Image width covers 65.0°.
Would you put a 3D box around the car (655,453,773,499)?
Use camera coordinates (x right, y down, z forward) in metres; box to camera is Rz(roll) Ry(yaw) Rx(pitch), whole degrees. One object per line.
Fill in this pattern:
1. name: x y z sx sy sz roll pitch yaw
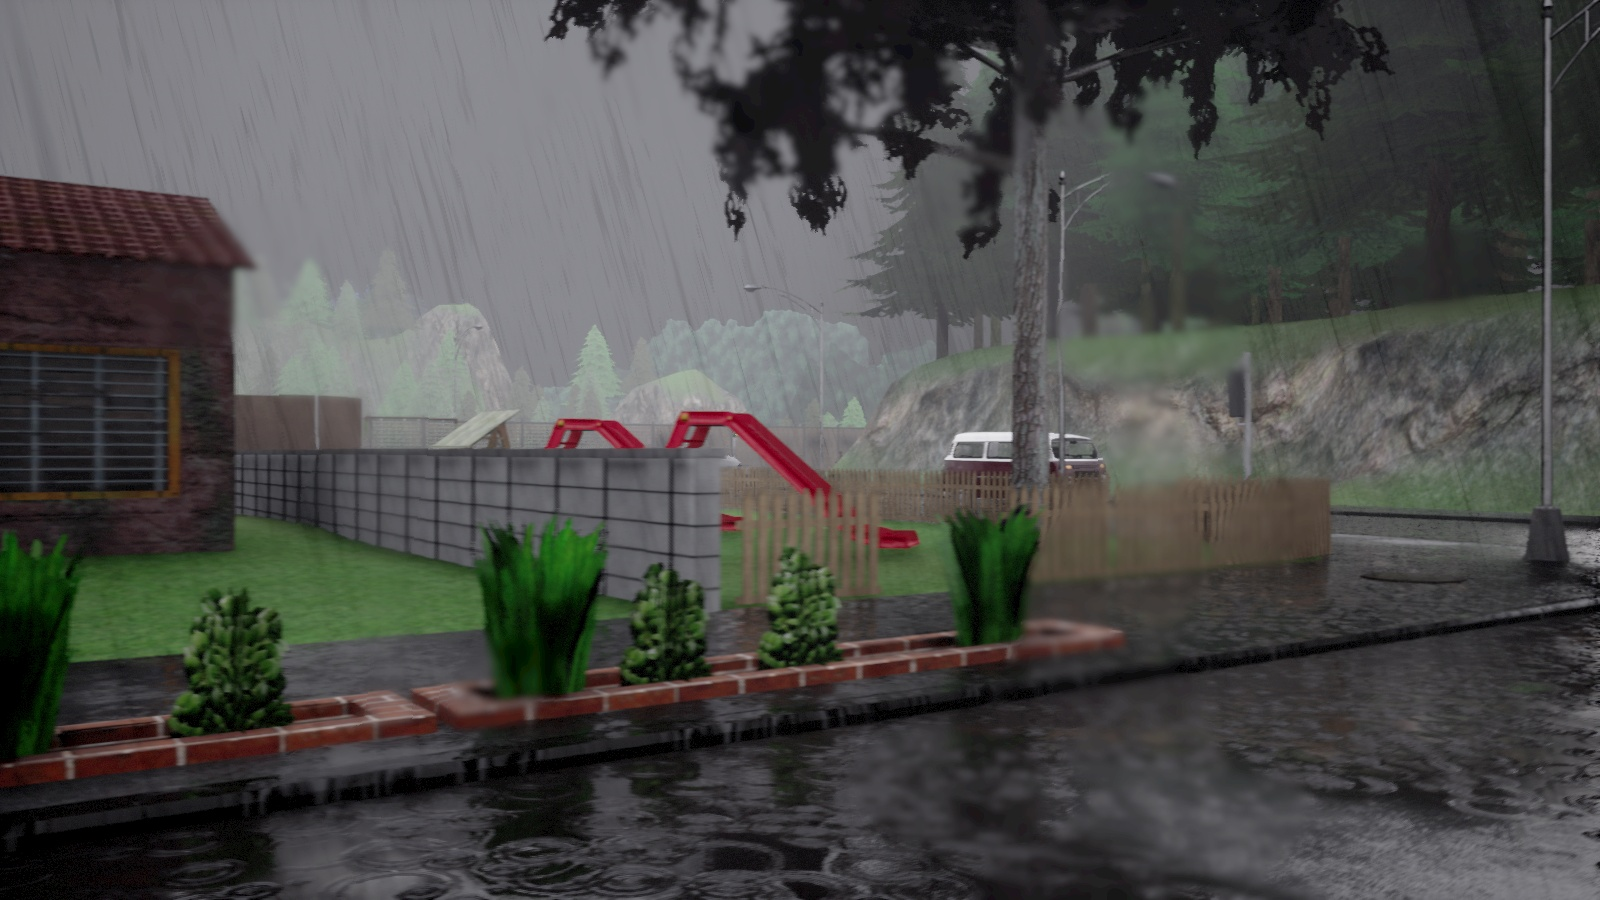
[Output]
1. car: -3.070 0.863 43.654 1.837 1.490 4.892 0 0 -35

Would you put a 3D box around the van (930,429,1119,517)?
1. van: 5.511 0.533 31.309 2.069 2.038 4.480 0 0 -35
